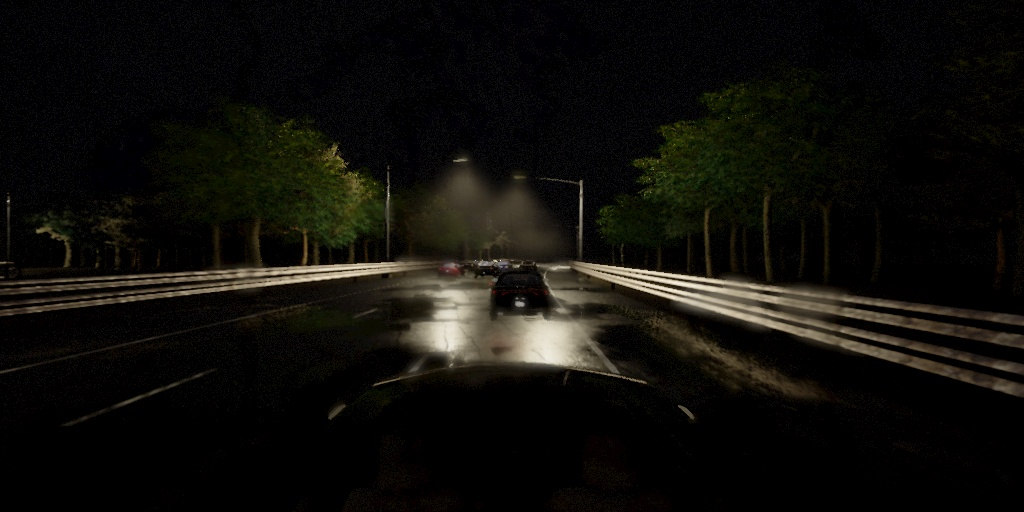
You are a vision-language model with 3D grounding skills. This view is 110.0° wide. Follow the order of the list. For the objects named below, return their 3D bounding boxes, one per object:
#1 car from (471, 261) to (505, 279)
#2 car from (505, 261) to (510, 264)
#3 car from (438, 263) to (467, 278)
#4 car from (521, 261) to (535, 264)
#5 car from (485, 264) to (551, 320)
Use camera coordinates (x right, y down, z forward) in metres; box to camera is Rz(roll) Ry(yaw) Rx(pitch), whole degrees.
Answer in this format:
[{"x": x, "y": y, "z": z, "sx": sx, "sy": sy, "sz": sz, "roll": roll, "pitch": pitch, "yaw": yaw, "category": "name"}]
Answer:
[{"x": -2.191, "y": 1.266, "z": 33.209, "sx": 2.128, "sy": 1.511, "sz": 4.902, "roll": 0, "pitch": 0, "yaw": 5, "category": "car"}, {"x": -0.977, "y": 1.355, "z": 45.529, "sx": 2.033, "sy": 1.411, "sz": 5.357, "roll": 0, "pitch": 0, "yaw": 7, "category": "car"}, {"x": -5.612, "y": 1.336, "z": 34.143, "sx": 1.994, "sy": 1.385, "sz": 4.181, "roll": 0, "pitch": 0, "yaw": 5, "category": "car"}, {"x": 1.721, "y": 1.294, "z": 37.176, "sx": 1.837, "sy": 1.490, "sz": 4.892, "roll": 0, "pitch": 0, "yaw": 6, "category": "car"}, {"x": 0.306, "y": 1.226, "z": 12.695, "sx": 1.882, "sy": 1.535, "sz": 5.008, "roll": 0, "pitch": 0, "yaw": 2, "category": "car"}]
